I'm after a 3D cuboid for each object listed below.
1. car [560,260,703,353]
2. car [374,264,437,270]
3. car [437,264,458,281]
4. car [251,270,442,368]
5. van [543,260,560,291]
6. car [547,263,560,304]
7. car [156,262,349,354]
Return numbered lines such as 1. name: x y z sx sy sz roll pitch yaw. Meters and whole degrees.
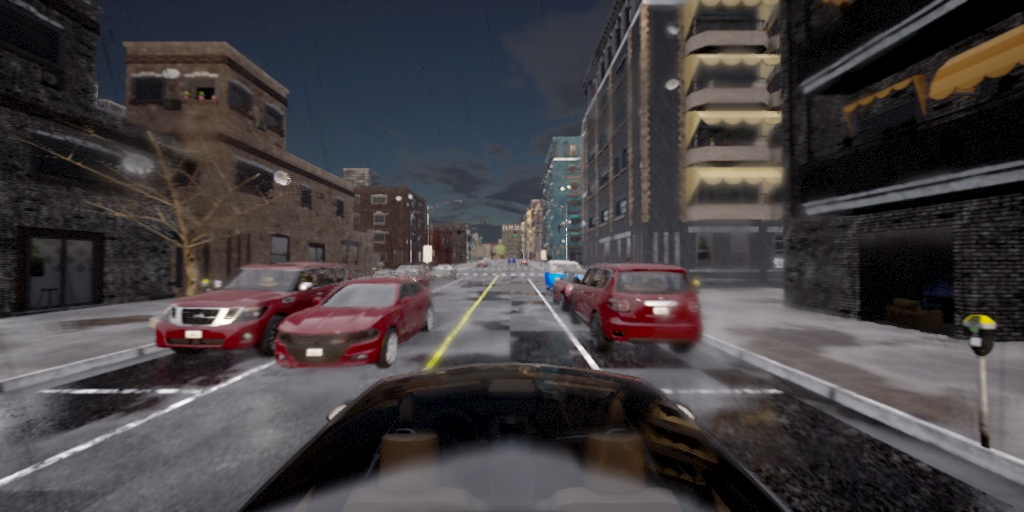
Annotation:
1. car: 2.690 1.085 8.901 2.192 1.841 5.009 0 0 0
2. car: -5.693 1.240 19.722 1.967 1.591 4.097 0 0 0
3. car: -5.695 1.381 30.536 2.007 1.370 4.403 0 0 0
4. car: -3.101 1.246 8.122 1.882 1.535 5.008 0 0 0
5. van: 2.688 1.141 19.716 1.690 1.789 3.998 0 0 0
6. car: 2.689 1.225 14.309 1.967 1.591 4.097 0 0 0
7. car: -5.691 1.085 8.907 2.192 1.841 5.009 0 0 0
